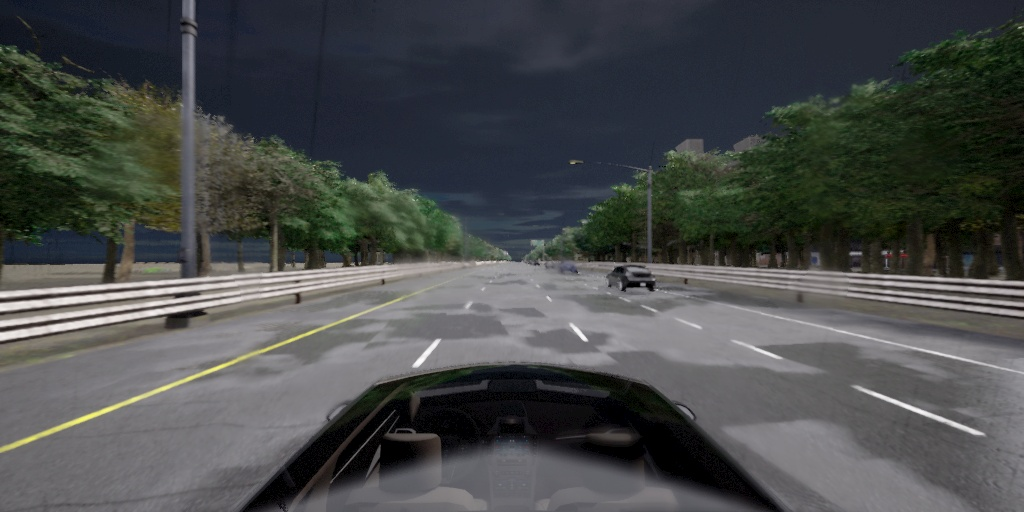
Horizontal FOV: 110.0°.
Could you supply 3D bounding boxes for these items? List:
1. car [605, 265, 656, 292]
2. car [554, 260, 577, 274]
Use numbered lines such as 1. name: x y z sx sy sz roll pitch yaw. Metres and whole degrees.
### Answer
1. car: 7.016 1.297 21.615 1.837 1.490 4.892 0 0 0
2. car: 7.095 1.331 46.545 2.097 1.767 4.553 0 -1 0
